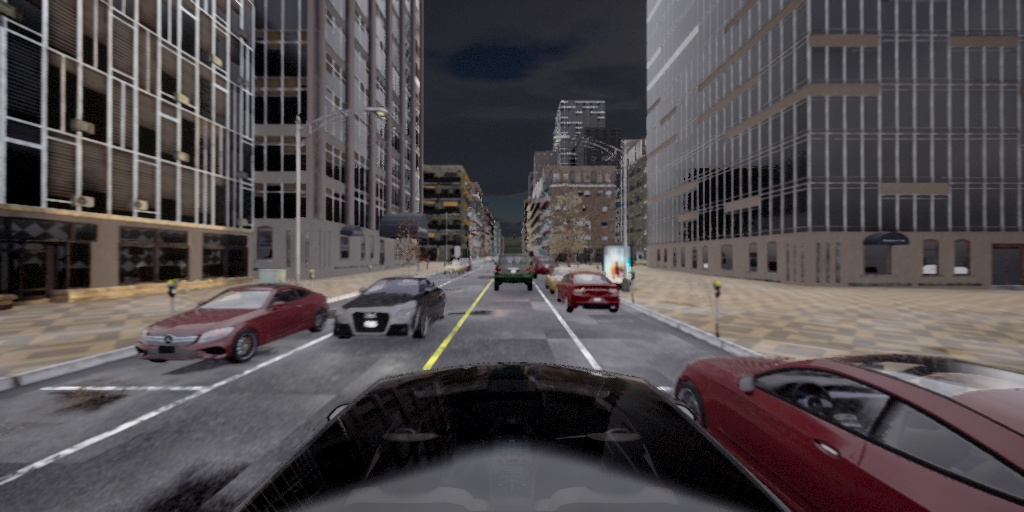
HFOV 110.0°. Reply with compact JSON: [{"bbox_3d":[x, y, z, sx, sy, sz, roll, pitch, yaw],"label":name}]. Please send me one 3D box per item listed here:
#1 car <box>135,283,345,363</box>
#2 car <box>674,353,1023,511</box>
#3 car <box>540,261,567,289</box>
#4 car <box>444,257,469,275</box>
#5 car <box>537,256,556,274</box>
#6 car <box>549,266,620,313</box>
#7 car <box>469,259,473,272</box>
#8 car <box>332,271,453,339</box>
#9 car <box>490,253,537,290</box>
[{"bbox_3d":[-5.689,1.294,7.999,1.802,1.307,4.207,0,0,0],"label":"car"},{"bbox_3d":[2.690,1.329,2.436,1.802,1.307,4.207,0,0,0],"label":"car"},{"bbox_3d":[2.697,1.179,19.284,1.751,1.417,4.829,0,0,0],"label":"car"},{"bbox_3d":[-5.677,1.081,35.627,1.751,1.417,4.829,0,0,0],"label":"car"},{"bbox_3d":[2.701,0.906,30.232,2.192,1.841,5.009,0,0,0],"label":"car"},{"bbox_3d":[2.694,1.230,13.555,1.888,1.381,4.507,0,0,0],"label":"car"},{"bbox_3d":[-5.674,0.965,41.356,1.967,1.591,4.097,0,0,0],"label":"car"},{"bbox_3d":[-3.032,1.268,9.740,1.994,1.385,4.181,0,0,1],"label":"car"},{"bbox_3d":[0.080,0.863,21.348,2.150,2.045,5.566,0,1,0],"label":"car"}]
